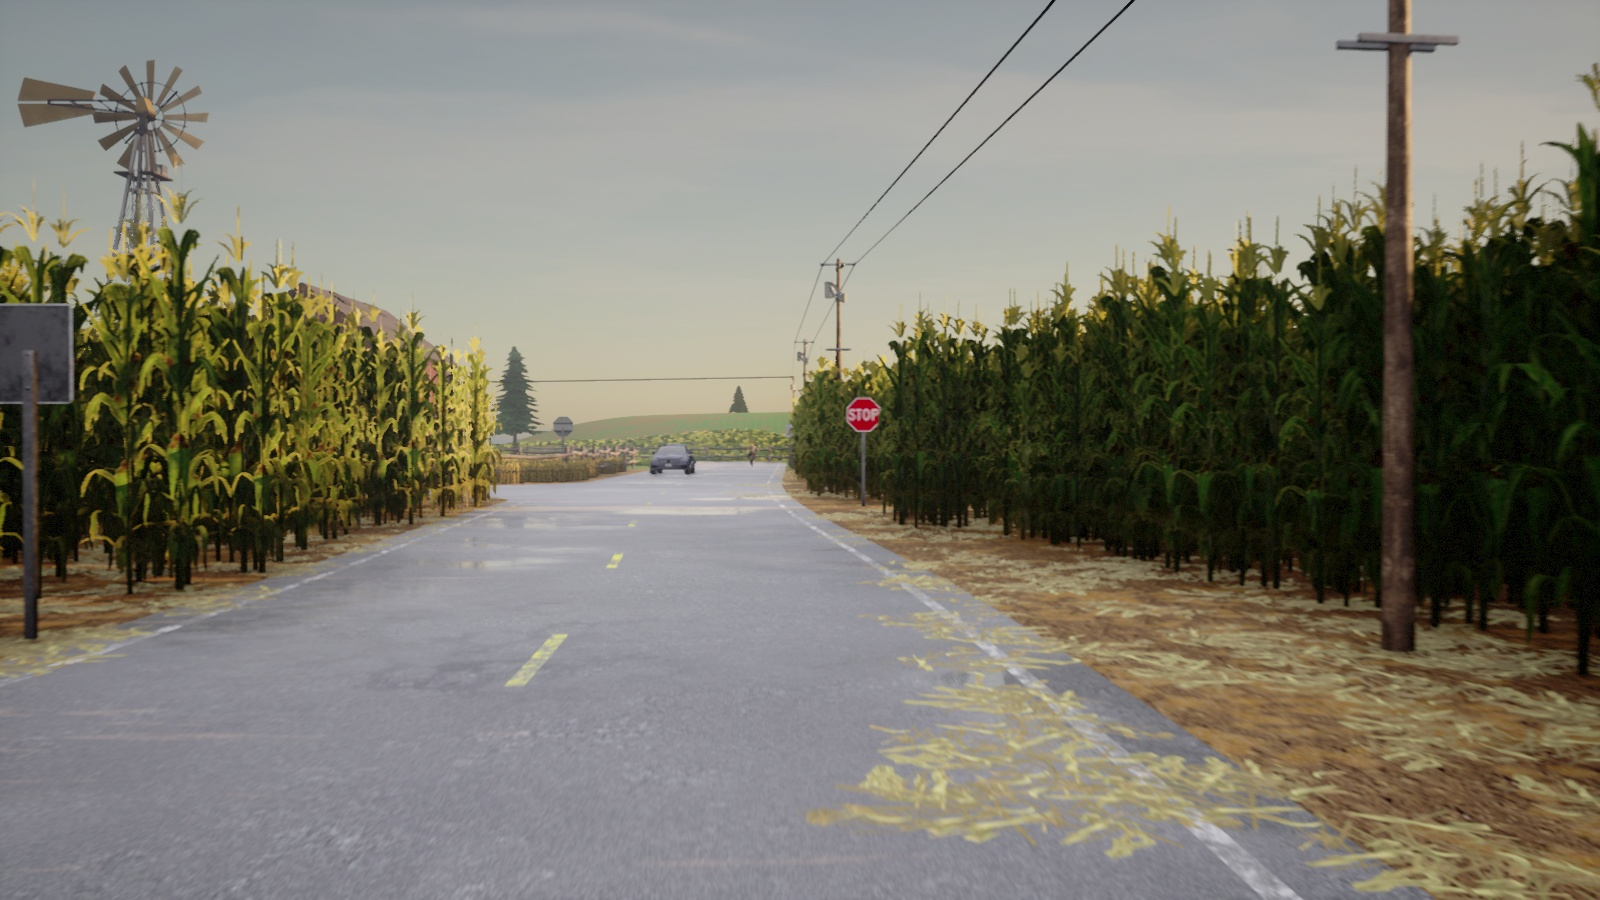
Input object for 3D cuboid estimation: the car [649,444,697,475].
[{"bbox_3d":[-6.036,0.430,60.136,1.812,1.442,4.674,0,0,0],"label":"car"}]
